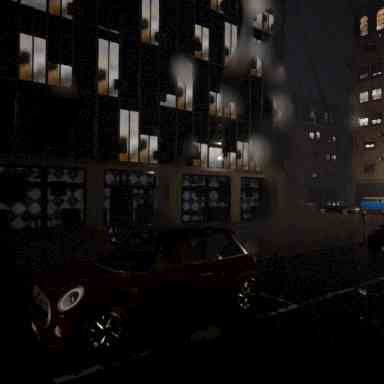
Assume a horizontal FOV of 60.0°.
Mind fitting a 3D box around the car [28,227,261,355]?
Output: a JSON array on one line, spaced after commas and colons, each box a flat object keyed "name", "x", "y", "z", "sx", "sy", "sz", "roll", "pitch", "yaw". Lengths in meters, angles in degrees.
[{"name": "car", "x": -0.703, "y": 1.441, "z": 6.045, "sx": 4.097, "sy": 1.590, "sz": 1.967, "roll": 0, "pitch": 1, "yaw": -36}]

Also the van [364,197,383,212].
[{"name": "van", "x": 22.087, "y": 1.525, "z": 39.583, "sx": 1.690, "sy": 1.788, "sz": 3.998, "roll": 0, "pitch": -1, "yaw": -35}]

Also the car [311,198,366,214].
[{"name": "car", "x": 15.202, "y": 1.620, "z": 34.801, "sx": 2.008, "sy": 1.369, "sz": 4.403, "roll": 0, "pitch": -1, "yaw": -35}]

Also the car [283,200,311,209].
[{"name": "car", "x": 15.654, "y": 1.787, "z": 48.834, "sx": 1.752, "sy": 1.417, "sz": 4.829, "roll": 0, "pitch": -1, "yaw": -35}]

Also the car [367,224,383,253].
[{"name": "car", "x": 8.370, "y": 1.567, "z": 12.524, "sx": 4.313, "sy": 1.339, "sz": 1.947, "roll": 0, "pitch": 1, "yaw": -36}]
